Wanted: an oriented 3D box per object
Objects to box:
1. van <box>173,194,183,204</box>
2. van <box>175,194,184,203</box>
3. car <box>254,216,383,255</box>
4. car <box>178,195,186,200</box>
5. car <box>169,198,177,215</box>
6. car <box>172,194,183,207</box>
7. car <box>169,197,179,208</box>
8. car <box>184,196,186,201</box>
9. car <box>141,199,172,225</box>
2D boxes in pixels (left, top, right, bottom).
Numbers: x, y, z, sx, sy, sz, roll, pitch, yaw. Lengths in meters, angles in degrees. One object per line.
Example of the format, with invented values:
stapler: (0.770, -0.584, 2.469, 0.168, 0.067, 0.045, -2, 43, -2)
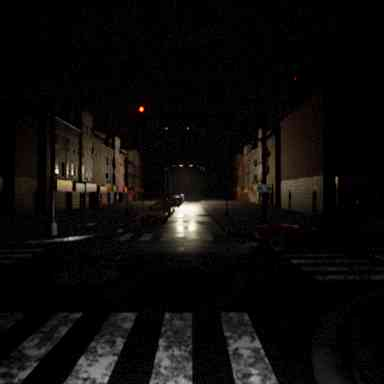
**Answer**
van: (-2.662, 1.330, 63.608, 1.690, 1.788, 3.998, 0, 0, 0)
van: (-2.664, 1.337, 69.213, 1.690, 1.788, 3.998, 0, 0, 0)
car: (4.795, 1.585, 12.826, 4.718, 1.301, 1.895, 0, 0, 10)
car: (-2.676, 1.599, 91.635, 1.947, 1.339, 4.313, 0, 0, 0)
car: (-2.647, 1.515, 29.975, 1.887, 1.381, 4.507, 0, 0, 0)
car: (-2.655, 1.414, 46.792, 1.967, 1.590, 4.097, 0, 0, 0)
car: (-2.650, 1.552, 35.581, 1.802, 1.307, 4.206, 0, 0, 0)
car: (-2.659, 1.298, 58.003, 2.192, 1.841, 5.009, 0, 0, 0)
car: (-2.644, 1.498, 24.201, 1.752, 1.417, 4.829, 0, 0, 0)
